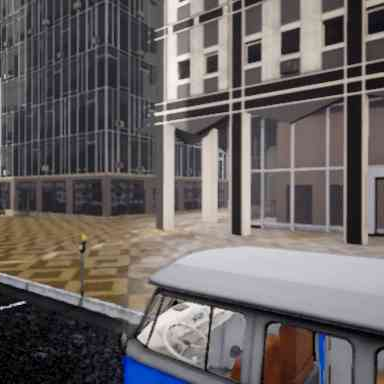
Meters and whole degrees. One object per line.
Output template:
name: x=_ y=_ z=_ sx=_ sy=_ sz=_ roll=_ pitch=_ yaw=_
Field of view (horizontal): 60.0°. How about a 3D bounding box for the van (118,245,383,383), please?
van: x=1.307 y=1.341 z=1.931 sx=3.998 sy=1.788 sz=1.690 roll=0 pitch=0 yaw=35
